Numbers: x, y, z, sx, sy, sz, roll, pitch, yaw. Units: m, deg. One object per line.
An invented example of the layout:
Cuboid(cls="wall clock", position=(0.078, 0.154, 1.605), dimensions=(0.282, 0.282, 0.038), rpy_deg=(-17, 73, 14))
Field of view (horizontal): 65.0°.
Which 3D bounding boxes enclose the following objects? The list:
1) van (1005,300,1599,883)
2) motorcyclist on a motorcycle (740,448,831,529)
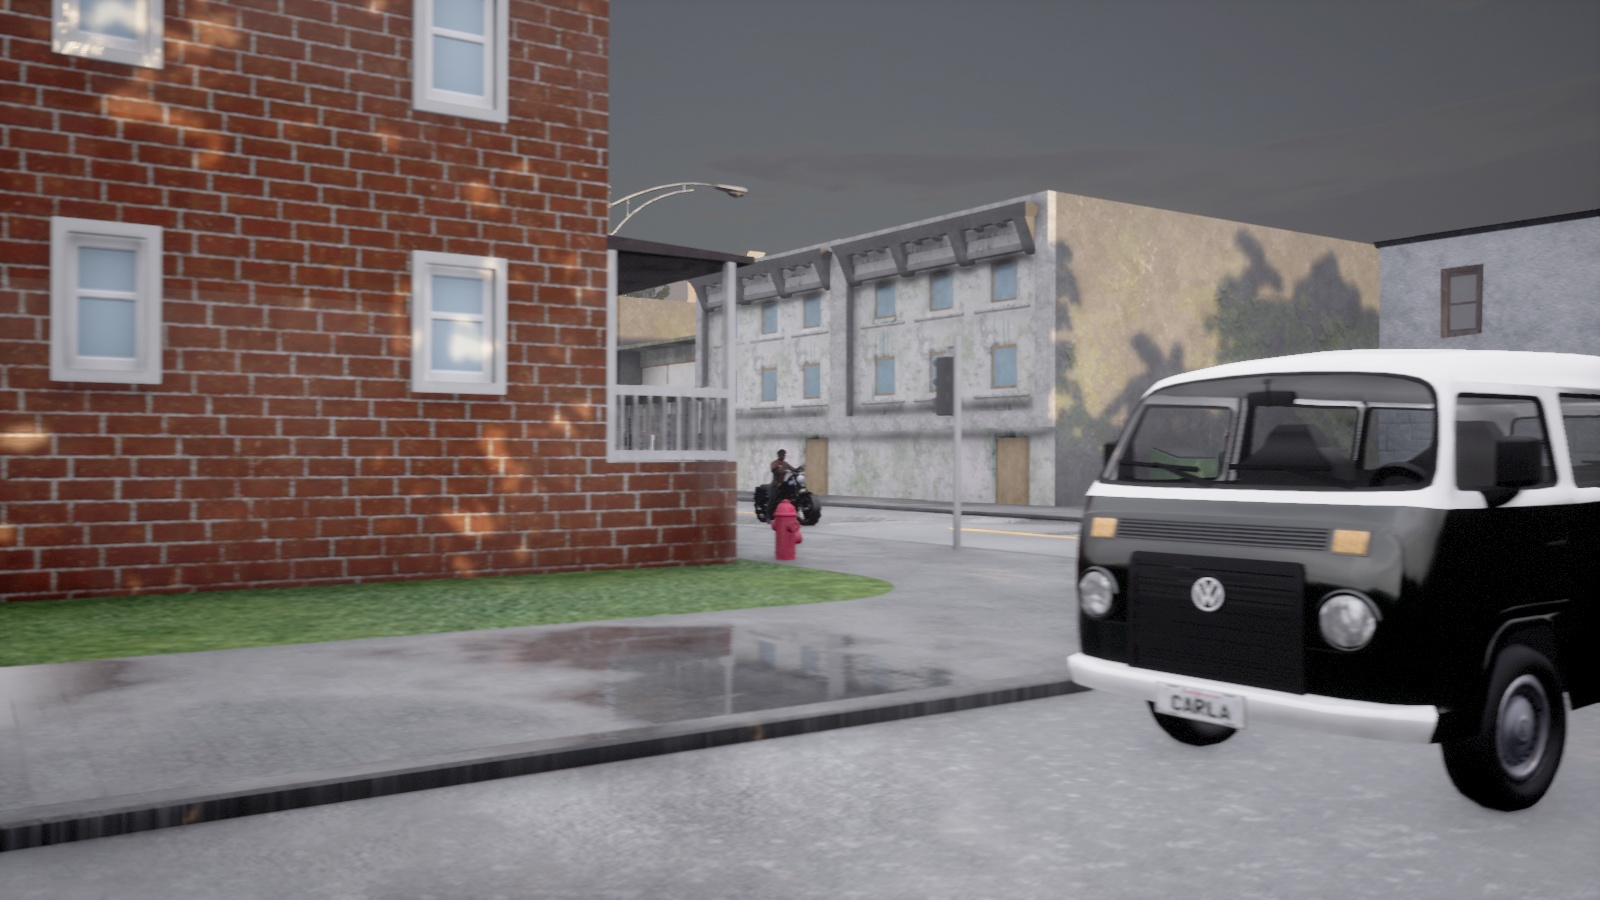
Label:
Cuboid(cls="van", position=(3.397, 0.484, 6.574), dimensions=(4.480, 2.038, 2.069), rpy_deg=(0, 0, -38))
Cuboid(cls="motorcyclist on a motorcycle", position=(-0.336, 0.783, 26.579), dimensions=(0.766, 1.649, 2.350), rpy_deg=(0, 0, -34))
